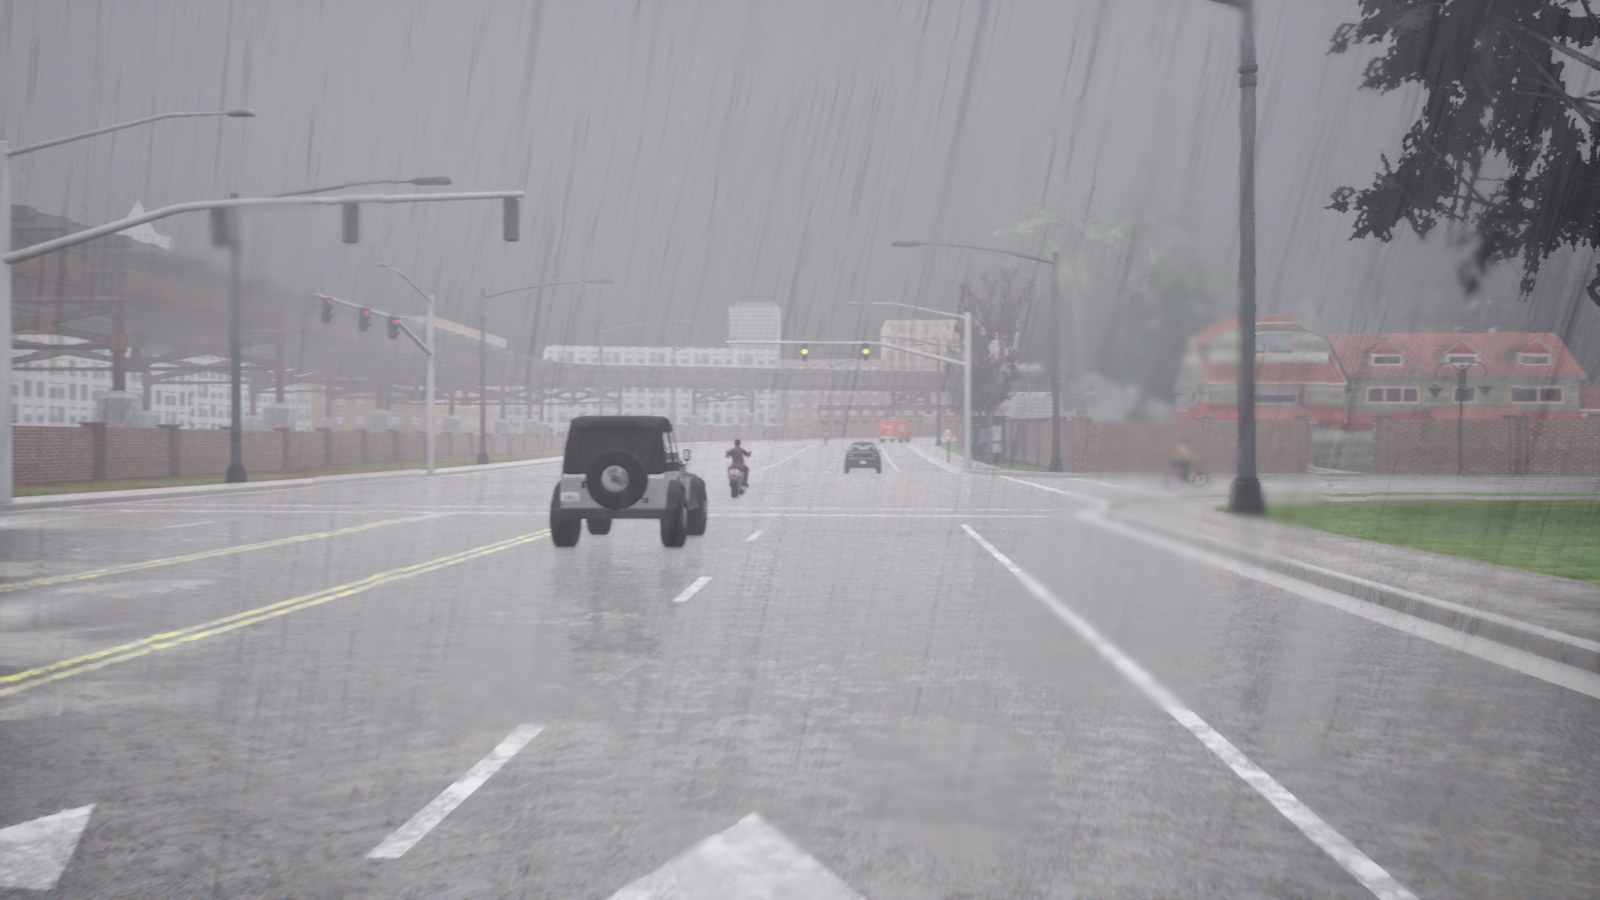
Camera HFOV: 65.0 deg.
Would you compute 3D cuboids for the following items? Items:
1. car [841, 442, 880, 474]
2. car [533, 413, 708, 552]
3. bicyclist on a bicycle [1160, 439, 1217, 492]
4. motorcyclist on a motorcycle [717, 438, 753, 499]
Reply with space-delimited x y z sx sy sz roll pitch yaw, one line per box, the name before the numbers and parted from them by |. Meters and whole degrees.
car | 2.892 0.351 60.119 1.816 1.474 4.193 0 1 3
car | -2.571 0.432 18.912 1.905 1.878 3.866 0 0 3
bicyclist on a bicycle | 12.193 0.481 39.421 1.509 1.612 0.866 0 0 -1
motorcyclist on a motorcycle | -1.798 0.494 35.175 0.766 1.649 2.350 0 0 3
